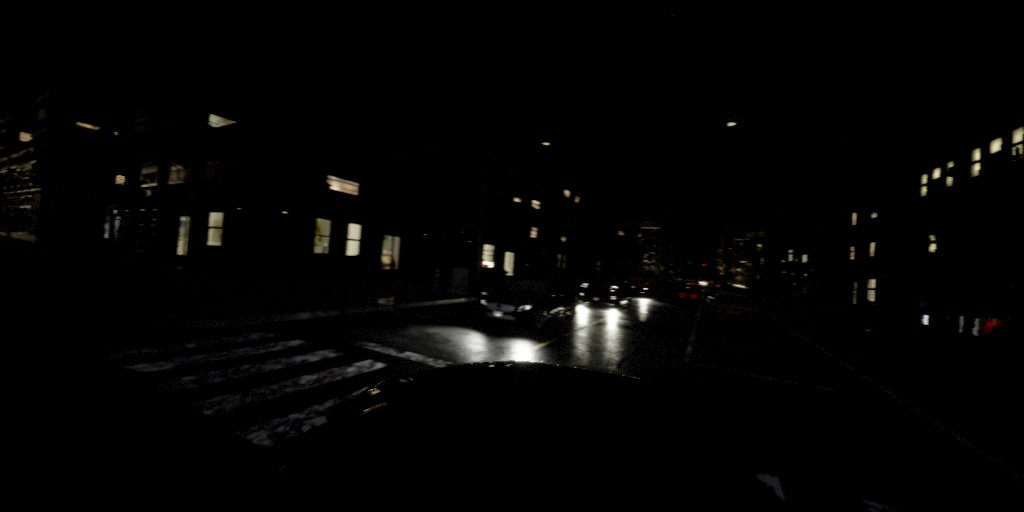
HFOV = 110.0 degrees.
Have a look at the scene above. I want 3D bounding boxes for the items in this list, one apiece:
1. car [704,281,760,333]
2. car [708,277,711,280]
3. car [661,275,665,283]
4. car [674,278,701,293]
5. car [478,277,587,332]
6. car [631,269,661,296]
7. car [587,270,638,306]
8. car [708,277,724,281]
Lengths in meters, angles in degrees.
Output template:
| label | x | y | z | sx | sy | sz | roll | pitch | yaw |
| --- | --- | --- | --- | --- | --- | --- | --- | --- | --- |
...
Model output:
| label | x | y | z | sx | sy | sz | roll | pitch | yaw |
| --- | --- | --- | --- | --- | --- | --- | --- | --- | --- |
| car | 8.646 | 2.019 | 14.241 | 1.751 | 1.417 | 4.829 | 0 | 0 | 29 |
| car | 27.180 | 3.862 | 47.173 | 1.882 | 1.535 | 5.008 | 3 | -1 | 29 |
| car | 22.415 | 3.535 | 56.929 | 2.192 | 1.841 | 5.009 | 0 | 0 | 29 |
| car | 19.224 | 3.170 | 38.940 | 2.128 | 1.511 | 4.902 | 3 | -1 | 29 |
| car | 0.751 | 1.425 | 11.775 | 1.812 | 1.442 | 4.674 | 3 | -1 | 29 |
| car | 10.499 | 2.118 | 29.563 | 2.150 | 2.045 | 5.566 | 3 | -1 | 29 |
| car | 5.415 | 1.728 | 20.290 | 2.097 | 1.767 | 4.553 | 4 | -1 | 29 |
| car | 23.833 | 3.545 | 41.033 | 1.837 | 1.490 | 4.892 | 4 | -1 | 29 |
